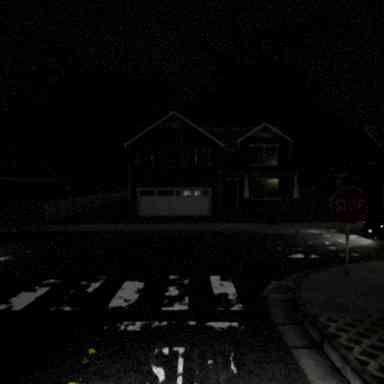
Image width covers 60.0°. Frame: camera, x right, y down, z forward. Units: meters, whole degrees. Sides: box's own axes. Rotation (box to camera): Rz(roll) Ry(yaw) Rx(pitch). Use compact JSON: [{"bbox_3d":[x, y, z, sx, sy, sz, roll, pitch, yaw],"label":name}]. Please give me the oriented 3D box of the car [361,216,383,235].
[{"bbox_3d":[10.540,1.308,14.736,5.357,1.411,2.033,-1,2,0],"label":"car"}]
